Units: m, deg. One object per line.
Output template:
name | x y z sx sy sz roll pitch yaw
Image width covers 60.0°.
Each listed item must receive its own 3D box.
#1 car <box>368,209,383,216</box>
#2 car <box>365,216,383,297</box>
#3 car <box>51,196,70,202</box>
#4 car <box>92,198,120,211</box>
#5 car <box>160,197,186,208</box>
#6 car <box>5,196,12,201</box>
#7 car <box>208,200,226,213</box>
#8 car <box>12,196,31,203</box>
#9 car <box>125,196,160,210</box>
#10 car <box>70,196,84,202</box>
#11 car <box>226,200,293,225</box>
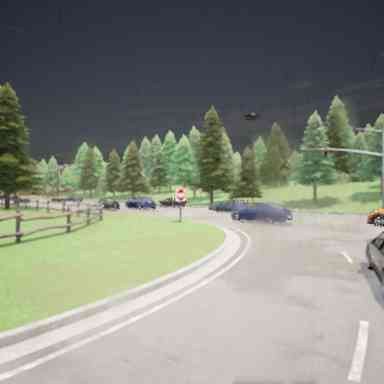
car | 13.167 1.324 20.052 2.097 1.767 4.553 0 0 -42
car | 5.273 1.537 7.723 2.033 1.411 5.357 0 0 22
car | -28.125 1.529 70.341 1.895 1.301 4.718 0 0 -42
car | -10.584 1.485 40.889 1.812 1.442 4.674 0 0 -42
car | -2.942 1.453 48.087 1.837 1.490 4.892 0 0 -42
car | -44.485 1.426 83.077 1.837 1.490 4.892 0 0 -42
car | 4.173 1.507 35.099 2.033 1.411 5.357 0 0 -42
car | -33.536 1.536 65.892 1.895 1.301 4.718 0 0 -42
car | -6.548 1.309 41.654 2.097 1.767 4.553 0 0 -42
car | -25.551 1.470 72.713 2.033 1.411 5.357 0 0 -42
car | 4.951 1.498 23.859 1.812 1.442 4.674 0 0 -42
